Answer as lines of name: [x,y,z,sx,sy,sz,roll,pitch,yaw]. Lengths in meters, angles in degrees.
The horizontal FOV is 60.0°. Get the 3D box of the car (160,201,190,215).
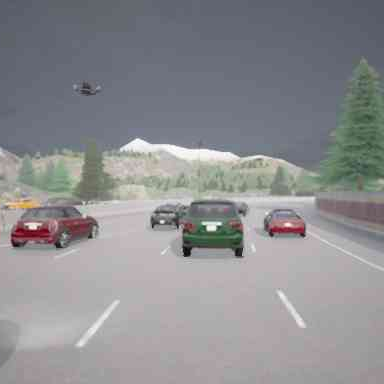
car: [-1.781,1.742,36.627,1.895,1.301,4.718,0,0,15]

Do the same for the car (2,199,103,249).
car: [-5.918,1.392,14.939,2.097,1.767,4.553,0,0,6]

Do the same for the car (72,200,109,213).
car: [-12.006,1.719,39.740,1.895,1.301,4.718,0,0,16]

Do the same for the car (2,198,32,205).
car: [-22.014,1.573,42.811,1.882,1.535,5.008,0,0,16]

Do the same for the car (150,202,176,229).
car: [-1.374,1.576,22.175,2.128,1.511,4.902,0,0,10]

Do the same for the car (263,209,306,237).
car: [5.192,1.659,19.011,1.994,1.385,4.181,0,0,8]

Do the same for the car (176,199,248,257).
car: [0.916,1.279,13.449,2.150,2.045,5.566,0,0,6]

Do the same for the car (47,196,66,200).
car: [-15.411,1.587,40.450,1.882,1.535,5.008,0,0,16]

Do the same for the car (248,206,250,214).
car: [4.871,1.703,34.526,2.033,1.411,5.357,0,0,15]
